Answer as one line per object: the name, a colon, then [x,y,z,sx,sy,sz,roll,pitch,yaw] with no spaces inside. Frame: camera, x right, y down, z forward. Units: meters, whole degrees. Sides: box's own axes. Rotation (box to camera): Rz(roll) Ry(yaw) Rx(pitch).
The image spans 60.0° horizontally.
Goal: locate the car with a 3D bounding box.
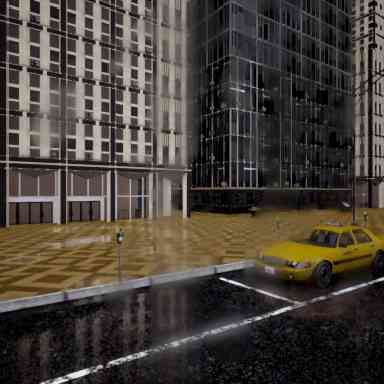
car: [3.800,1.526,9.253,4.829,1.417,1.752,0,0,-35]
